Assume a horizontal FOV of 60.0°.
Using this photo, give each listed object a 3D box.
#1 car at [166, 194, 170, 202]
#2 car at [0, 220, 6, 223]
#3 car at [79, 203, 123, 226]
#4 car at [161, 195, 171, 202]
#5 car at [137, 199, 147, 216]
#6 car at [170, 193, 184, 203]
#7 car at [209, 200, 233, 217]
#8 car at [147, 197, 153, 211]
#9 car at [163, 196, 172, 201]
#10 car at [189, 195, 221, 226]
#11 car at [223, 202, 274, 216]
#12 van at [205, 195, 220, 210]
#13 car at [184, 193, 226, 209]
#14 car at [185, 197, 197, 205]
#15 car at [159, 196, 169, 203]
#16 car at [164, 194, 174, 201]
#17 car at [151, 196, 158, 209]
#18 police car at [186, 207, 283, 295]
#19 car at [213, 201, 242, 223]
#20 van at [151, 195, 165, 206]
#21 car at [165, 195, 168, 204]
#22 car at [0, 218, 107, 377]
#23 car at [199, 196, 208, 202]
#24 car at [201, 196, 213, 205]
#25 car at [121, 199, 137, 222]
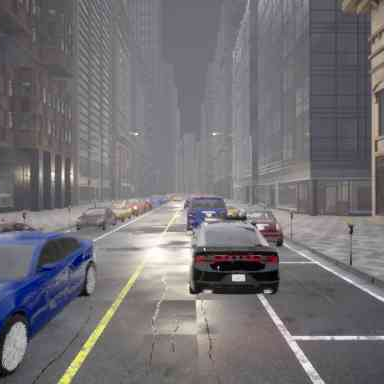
[{"bbox_3d":[-5.917,1.463,65.498,1.967,1.590,4.097,0,0,0],"label":"car"},{"bbox_3d":[-5.782,1.547,9.480,1.887,1.381,4.507,0,0,0],"label":"car"},{"bbox_3d":[-5.810,1.588,20.683,1.802,1.307,4.206,0,0,0],"label":"car"},{"bbox_3d":[-5.944,1.467,76.701,1.967,1.590,4.097,0,0,0],"label":"car"},{"bbox_3d":[-5.836,1.450,31.887,1.967,1.590,4.097,0,0,0],"label":"car"},{"bbox_3d":[-3.169,1.502,70.273,1.882,1.535,5.008,0,0,0],"label":"car"},{"bbox_3d":[2.689,1.555,31.916,1.887,1.381,4.507,0,0,0],"label":"car"},{"bbox_3d":[-5.850,1.557,37.489,1.887,1.381,4.507,0,0,0],"label":"car"},{"bbox_3d":[-5.958,1.595,82.303,1.947,1.339,4.313,0,0,0],"label":"car"},{"bbox_3d":[0.840,1.233,24.817,2.150,2.045,5.566,0,0,0],"label":"car"},{"bbox_3d":[2.730,1.444,15.109,1.967,1.590,4.097,0,0,0],"label":"car"},{"bbox_3d":[2.662,1.355,43.120,1.690,1.788,3.998,0,0,0],"label":"van"},{"bbox_3d":[0.775,1.229,18.807,2.150,2.045,5.566,0,0,-1],"label":"car"},{"bbox_3d":[-0.141,1.584,58.576,1.994,1.385,4.181,0,0,0],"label":"car"},{"bbox_3d":[-5.931,1.590,71.100,1.947,1.339,4.313,0,0,0],"label":"car"},{"bbox_3d":[-5.971,1.347,87.905,2.192,1.841,5.009,0,0,0],"label":"car"},{"bbox_3d":[-5.863,1.559,43.091,1.887,1.381,4.507,0,0,0],"label":"car"},{"bbox_3d":[0.879,1.428,8.895,1.930,1.638,5.238,0,0,0],"label":"police car"},{"bbox_3d":[2.702,1.533,26.484,1.752,1.417,4.829,0,0,0],"label":"car"},{"bbox_3d":[-5.890,1.359,54.295,1.690,1.788,3.998,0,0,0],"label":"van"},{"bbox_3d":[-5.904,1.602,59.896,1.802,1.307,4.206,0,0,0],"label":"car"},{"bbox_3d":[-3.114,1.479,5.734,1.882,1.535,5.008,0,0,0],"label":"car"},{"bbox_3d":[2.581,1.572,76.733,1.887,1.381,4.507,0,0,0],"label":"car"},{"bbox_3d":[2.622,1.460,59.927,1.967,1.590,4.097,0,0,0],"label":"car"},{"bbox_3d":[-5.822,1.533,26.115,1.752,1.417,4.829,0,0,0],"label":"car"}]
